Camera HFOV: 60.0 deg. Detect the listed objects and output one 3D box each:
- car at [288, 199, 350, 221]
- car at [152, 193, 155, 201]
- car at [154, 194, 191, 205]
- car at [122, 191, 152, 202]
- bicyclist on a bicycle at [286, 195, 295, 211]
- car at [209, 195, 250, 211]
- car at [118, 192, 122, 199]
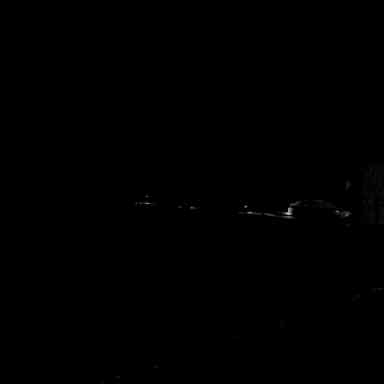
[{"bbox_3d":[9.458,1.284,25.087,1.812,1.442,4.674,1,1,-35],"label":"car"},{"bbox_3d":[-6.746,0.818,53.517,1.994,1.385,4.181,1,1,-34],"label":"car"},{"bbox_3d":[-2.308,0.969,42.029,2.033,1.411,5.357,1,1,-35],"label":"car"},{"bbox_3d":[-8.488,0.596,51.025,2.097,1.767,4.553,1,1,-34],"label":"car"},{"bbox_3d":[10.265,1.137,34.393,1.656,1.620,0.582,0,1,-35],"label":"bicyclist on a bicycle"},{"bbox_3d":[3.670,1.084,33.421,2.128,1.511,4.902,1,1,-35],"label":"car"},{"bbox_3d":[-12.266,0.625,61.393,1.812,1.442,4.674,1,1,-35],"label":"car"}]
